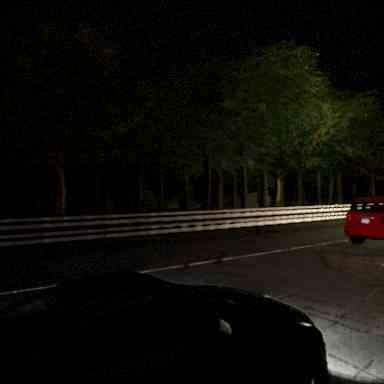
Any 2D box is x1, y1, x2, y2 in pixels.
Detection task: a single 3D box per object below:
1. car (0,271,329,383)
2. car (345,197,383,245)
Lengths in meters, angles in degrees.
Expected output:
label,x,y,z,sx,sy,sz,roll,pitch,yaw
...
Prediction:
label,x,y,z,sx,sy,sz,roll,pitch,yaw
car,-0.505,1.564,3.387,4.181,1.385,1.994,0,0,-35
car,8.871,1.212,14.376,5.566,2.045,2.150,0,0,-35
